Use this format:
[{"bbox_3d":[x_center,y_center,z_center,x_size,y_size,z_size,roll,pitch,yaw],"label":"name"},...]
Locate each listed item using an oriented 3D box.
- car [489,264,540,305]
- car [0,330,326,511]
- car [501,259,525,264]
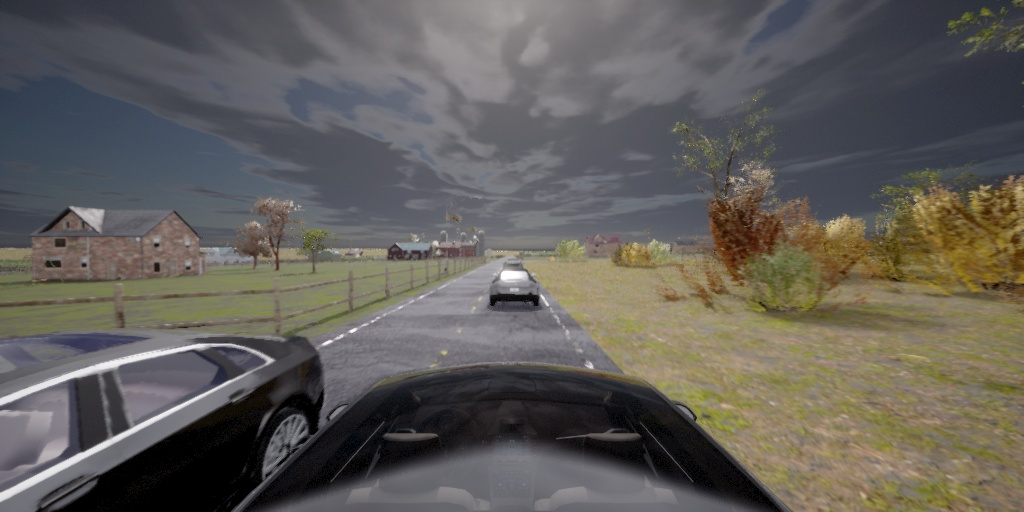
[{"bbox_3d":[0.097,1.199,15.216,1.994,1.385,4.181,0,1,0],"label":"car"},{"bbox_3d":[-2.750,1.243,1.562,2.128,1.511,4.902,0,1,0],"label":"car"},{"bbox_3d":[0.101,0.997,32.938,1.837,1.490,4.892,0,0,0],"label":"car"}]
